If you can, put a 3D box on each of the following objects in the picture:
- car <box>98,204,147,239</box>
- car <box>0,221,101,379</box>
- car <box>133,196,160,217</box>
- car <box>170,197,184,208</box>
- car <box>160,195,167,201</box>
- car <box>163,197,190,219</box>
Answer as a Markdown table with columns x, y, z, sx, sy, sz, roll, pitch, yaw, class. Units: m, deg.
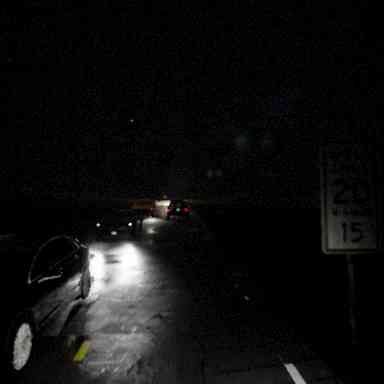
| x | y | z | sx | sy | sz | roll | pitch | yaw | class |
| --- | --- | --- | --- | --- | --- | --- | --- | --- | --- |
| -3.613 | 1.542 | 17.190 | 1.895 | 1.301 | 4.718 | -1 | 0 | -3 | car |
| -3.057 | 1.505 | 5.527 | 1.837 | 1.490 | 4.892 | -1 | 0 | -3 | car |
| -4.191 | 1.370 | 29.812 | 1.882 | 1.535 | 5.008 | -1 | 1 | -2 | car |
| -2.043 | 1.441 | 45.856 | 1.895 | 1.301 | 4.718 | -1 | 0 | -2 | car |
| -6.020 | 1.349 | 69.347 | 2.128 | 1.511 | 4.902 | -1 | 0 | -3 | car |
| -1.183 | 1.418 | 28.002 | 2.033 | 1.411 | 5.357 | -1 | 0 | -3 | car |
